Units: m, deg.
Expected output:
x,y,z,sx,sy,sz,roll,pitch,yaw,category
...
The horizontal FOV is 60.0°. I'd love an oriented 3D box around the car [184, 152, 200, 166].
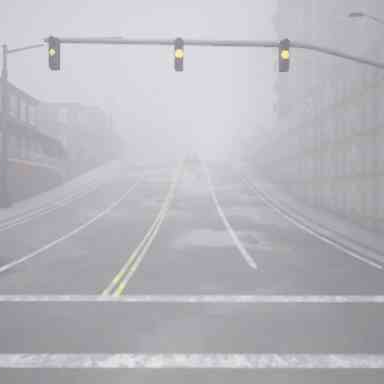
x,y,z,sx,sy,sz,roll,pitch,yaw,category
-0.002,-4.563,44.848,2.097,1.767,4.553,0,12,0,car
